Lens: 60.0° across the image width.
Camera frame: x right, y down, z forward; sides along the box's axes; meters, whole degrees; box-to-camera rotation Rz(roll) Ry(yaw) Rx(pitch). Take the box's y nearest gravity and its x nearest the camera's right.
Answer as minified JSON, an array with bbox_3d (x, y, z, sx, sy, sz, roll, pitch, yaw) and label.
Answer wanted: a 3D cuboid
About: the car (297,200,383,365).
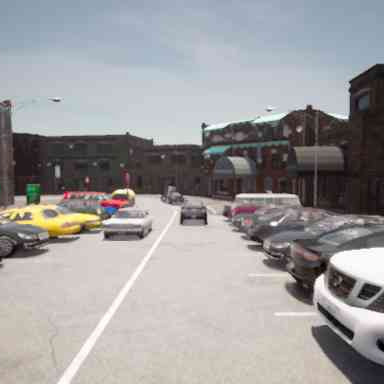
[{"bbox_3d":[4.623,1.206,4.478,5.566,2.045,2.435,0,0,0],"label":"car"}]

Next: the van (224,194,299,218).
[{"bbox_3d":[4.540,1.144,21.237,4.442,1.987,1.878,0,1,0],"label":"van"}]

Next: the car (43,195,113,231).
[{"bbox_3d":[-7.643,1.248,20.806,4.553,1.767,2.185,0,0,0],"label":"car"}]

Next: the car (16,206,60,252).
[{"bbox_3d":[-7.683,1.423,11.862,4.892,1.521,2.231,0,0,0],"label":"car"}]

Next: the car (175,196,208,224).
[{"bbox_3d":[0.097,1.343,23.809,2.128,1.511,4.902,0,1,0],"label":"car"}]

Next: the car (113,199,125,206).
[{"bbox_3d":[-7.678,1.337,23.637,5.008,1.535,2.097,0,1,0],"label":"car"}]

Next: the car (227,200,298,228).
[{"bbox_3d":[4.662,1.390,18.445,4.892,1.521,2.231,0,0,0],"label":"car"}]

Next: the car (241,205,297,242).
[{"bbox_3d":[4.648,1.417,12.985,4.892,1.521,2.231,0,0,0],"label":"car"}]

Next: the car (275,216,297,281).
[{"bbox_3d":[4.646,1.444,7.274,5.008,1.535,2.097,0,0,0],"label":"car"}]

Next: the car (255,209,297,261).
[{"bbox_3d":[4.659,1.431,10.066,4.892,1.521,2.231,0,0,0],"label":"car"}]

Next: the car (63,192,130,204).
[{"bbox_3d":[-7.644,1.024,26.576,5.566,2.045,2.435,0,1,0],"label":"car"}]

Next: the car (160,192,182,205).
[{"bbox_3d":[-2.494,0.675,41.125,1.812,1.442,4.674,-1,4,-24],"label":"car"}]

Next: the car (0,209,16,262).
[{"bbox_3d":[-7.709,1.310,9.049,4.553,1.767,2.185,0,0,0],"label":"car"}]

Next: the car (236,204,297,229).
[{"bbox_3d":[4.657,1.443,15.655,4.674,1.452,2.002,0,0,0],"label":"car"}]

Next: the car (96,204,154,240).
[{"bbox_3d":[-3.092,1.519,16.808,1.895,1.301,4.718,0,0,0],"label":"car"}]
